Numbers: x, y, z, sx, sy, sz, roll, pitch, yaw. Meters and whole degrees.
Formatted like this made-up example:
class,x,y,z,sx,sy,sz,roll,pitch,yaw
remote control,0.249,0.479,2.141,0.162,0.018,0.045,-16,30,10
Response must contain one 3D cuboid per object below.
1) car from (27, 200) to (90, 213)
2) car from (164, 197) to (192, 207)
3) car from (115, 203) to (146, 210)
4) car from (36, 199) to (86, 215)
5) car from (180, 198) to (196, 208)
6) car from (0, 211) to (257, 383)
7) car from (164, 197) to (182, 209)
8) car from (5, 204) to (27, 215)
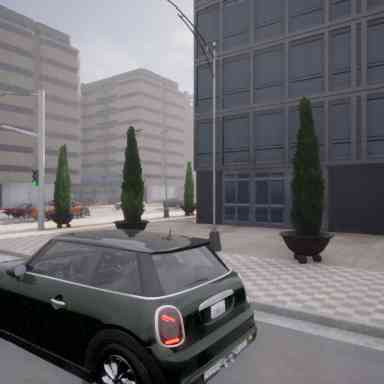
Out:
class,x,y,z,sx,sy,sz,roll,pitch,yaw
car,-10.871,1.407,27.972,2.097,1.767,4.553,0,0,35
car,-2.208,1.560,52.712,1.837,1.490,4.892,0,0,35
car,-8.157,1.581,44.293,1.812,1.442,4.674,0,0,35
car,-14.052,1.560,35.953,1.837,1.490,4.892,0,0,35
car,0.848,1.656,44.597,1.895,1.301,4.718,0,0,35
car,-1.433,1.352,5.015,4.553,1.767,2.097,0,0,35
car,-1.859,1.533,46.821,1.882,1.535,5.008,0,0,35
car,-13.894,1.656,29.750,1.895,1.301,4.718,0,0,35
